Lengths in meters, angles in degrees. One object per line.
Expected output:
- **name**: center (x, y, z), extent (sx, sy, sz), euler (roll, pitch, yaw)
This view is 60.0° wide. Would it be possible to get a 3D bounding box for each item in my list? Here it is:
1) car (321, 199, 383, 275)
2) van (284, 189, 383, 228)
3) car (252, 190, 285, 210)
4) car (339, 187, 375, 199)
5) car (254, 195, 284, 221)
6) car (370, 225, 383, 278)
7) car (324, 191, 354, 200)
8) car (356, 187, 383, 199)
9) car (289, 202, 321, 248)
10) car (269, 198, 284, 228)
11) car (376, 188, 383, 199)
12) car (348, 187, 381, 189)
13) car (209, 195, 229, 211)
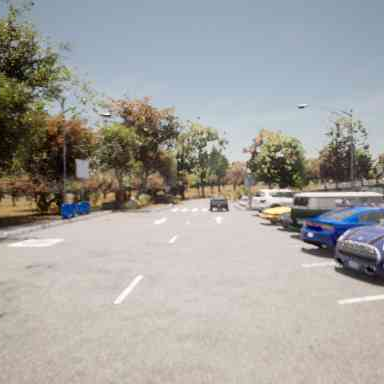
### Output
- **car**: center (6.092, 1.173, 8.686), extent (4.553, 1.767, 2.185), euler (0, 1, -15)
- **van**: center (6.663, 1.003, 14.706), extent (4.442, 1.987, 1.878), euler (0, 0, -15)
- **car**: center (7.536, 0.841, 26.666), extent (5.566, 2.045, 2.435), euler (0, 0, -15)
- **car**: center (28.745, 0.211, 58.181), extent (2.435, 2.045, 5.566), euler (-1, 0, -17)
- **car**: center (6.857, 1.159, 20.611), extent (5.366, 1.575, 1.946), euler (0, 1, -15)
- **car**: center (5.813, 1.374, 5.693), extent (4.674, 1.452, 2.002), euler (0, 1, -15)
- **car**: center (25.730, 0.534, 58.347), extent (2.163, 1.488, 4.792), euler (-1, 0, -17)
- **car**: center (31.798, 0.167, 57.969), extent (2.435, 2.045, 5.566), euler (0, 0, -17)
- **car**: center (6.300, 1.264, 11.684), extent (5.008, 1.535, 2.097), euler (0, 0, -15)
- **car**: center (6.801, 1.235, 17.665), extent (4.674, 1.452, 2.002), euler (0, 1, -15)
- **car**: center (34.796, 0.250, 57.855), extent (2.185, 1.767, 4.553), euler (0, 0, -17)
- **car**: center (21.753, 0.480, 41.552), extent (2.435, 2.045, 5.566), euler (-1, 1, -17)
- **car**: center (2.781, 1.090, 34.610), extent (2.128, 1.511, 4.902), euler (-1, 1, 4)
